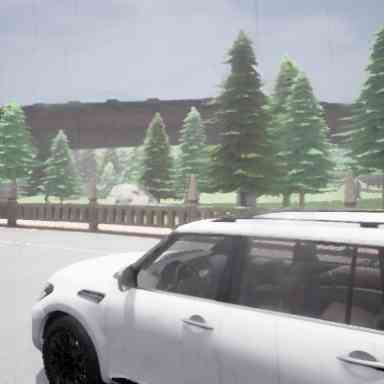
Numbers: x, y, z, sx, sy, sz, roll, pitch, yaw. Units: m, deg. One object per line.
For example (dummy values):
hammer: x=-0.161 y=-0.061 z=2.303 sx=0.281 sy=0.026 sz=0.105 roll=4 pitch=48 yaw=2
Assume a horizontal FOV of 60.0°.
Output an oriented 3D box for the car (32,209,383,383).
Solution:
car: x=0.722 y=1.205 z=3.335 sx=5.566 sy=2.045 sz=2.150 roll=0 pitch=0 yaw=35

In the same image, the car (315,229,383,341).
car: x=4.816 y=1.507 z=4.794 sx=5.357 sy=1.411 sz=2.033 roll=0 pitch=0 yaw=35
